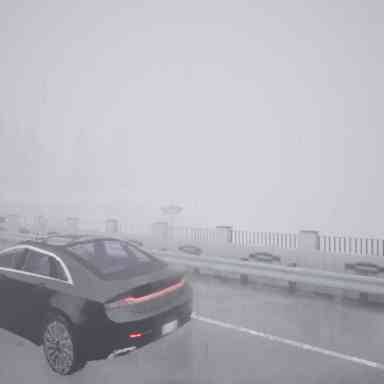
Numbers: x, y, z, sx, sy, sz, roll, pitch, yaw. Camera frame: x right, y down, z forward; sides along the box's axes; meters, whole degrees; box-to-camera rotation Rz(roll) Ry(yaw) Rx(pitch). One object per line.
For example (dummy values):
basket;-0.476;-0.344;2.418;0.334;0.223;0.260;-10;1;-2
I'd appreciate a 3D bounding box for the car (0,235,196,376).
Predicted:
car;-2.244;1.491;5.589;4.902;1.511;2.128;0;0;35
